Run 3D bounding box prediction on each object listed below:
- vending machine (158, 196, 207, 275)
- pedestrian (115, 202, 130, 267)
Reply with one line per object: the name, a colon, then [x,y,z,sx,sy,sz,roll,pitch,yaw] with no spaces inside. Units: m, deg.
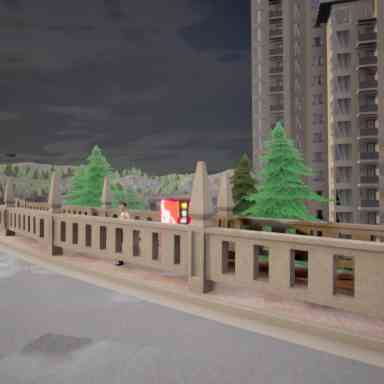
vending machine: [-0.263,1.188,9.718,0.880,2.100,1.100,-1,0,40]
pedestrian: [-1.890,1.135,9.296,0.375,1.860,0.375,-1,-1,41]
